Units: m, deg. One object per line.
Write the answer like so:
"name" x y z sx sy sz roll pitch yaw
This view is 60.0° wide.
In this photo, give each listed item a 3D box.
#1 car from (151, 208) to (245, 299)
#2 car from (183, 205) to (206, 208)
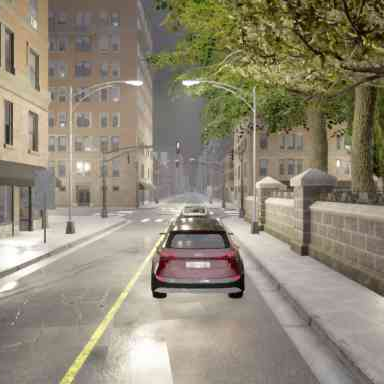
"car" 0.119 1.430 8.492 2.033 1.649 4.856 0 0 0
"car" 0.141 1.503 18.339 1.837 1.490 4.892 0 0 0
